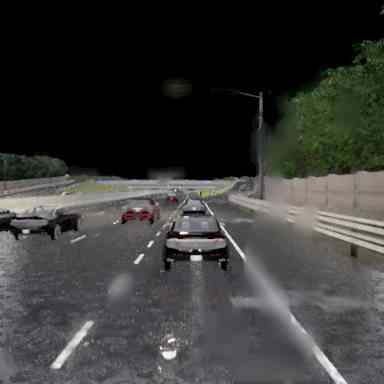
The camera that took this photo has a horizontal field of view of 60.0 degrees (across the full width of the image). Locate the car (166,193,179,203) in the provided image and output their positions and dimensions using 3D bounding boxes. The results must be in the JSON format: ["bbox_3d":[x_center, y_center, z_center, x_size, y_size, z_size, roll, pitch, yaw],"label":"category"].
[{"bbox_3d":[-3.209,0.941,55.092,1.882,1.535,5.008,0,1,0],"label":"car"}]

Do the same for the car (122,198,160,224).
[{"bbox_3d":[-3.444,1.175,23.176,2.097,1.767,4.553,0,1,0],"label":"car"}]

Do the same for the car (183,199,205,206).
[{"bbox_3d":[0.192,1.315,29.523,1.994,1.385,4.181,0,1,0],"label":"car"}]

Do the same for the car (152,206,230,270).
[{"bbox_3d":[0.114,1.444,10.886,2.128,1.511,4.902,0,0,0],"label":"car"}]

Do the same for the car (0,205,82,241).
[{"bbox_3d":[-6.871,1.393,16.194,2.128,1.511,4.902,0,1,0],"label":"car"}]
